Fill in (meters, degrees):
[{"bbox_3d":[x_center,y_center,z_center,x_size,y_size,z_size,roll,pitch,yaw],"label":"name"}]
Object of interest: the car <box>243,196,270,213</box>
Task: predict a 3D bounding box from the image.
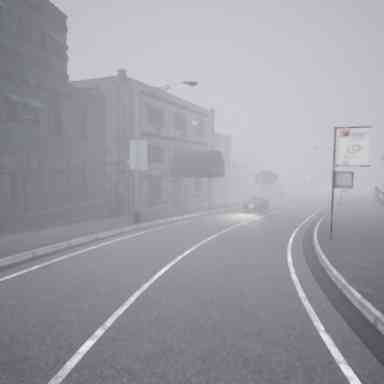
[{"bbox_3d":[6.455,1.134,32.944,2.128,1.511,4.902,3,2,25],"label":"car"}]
